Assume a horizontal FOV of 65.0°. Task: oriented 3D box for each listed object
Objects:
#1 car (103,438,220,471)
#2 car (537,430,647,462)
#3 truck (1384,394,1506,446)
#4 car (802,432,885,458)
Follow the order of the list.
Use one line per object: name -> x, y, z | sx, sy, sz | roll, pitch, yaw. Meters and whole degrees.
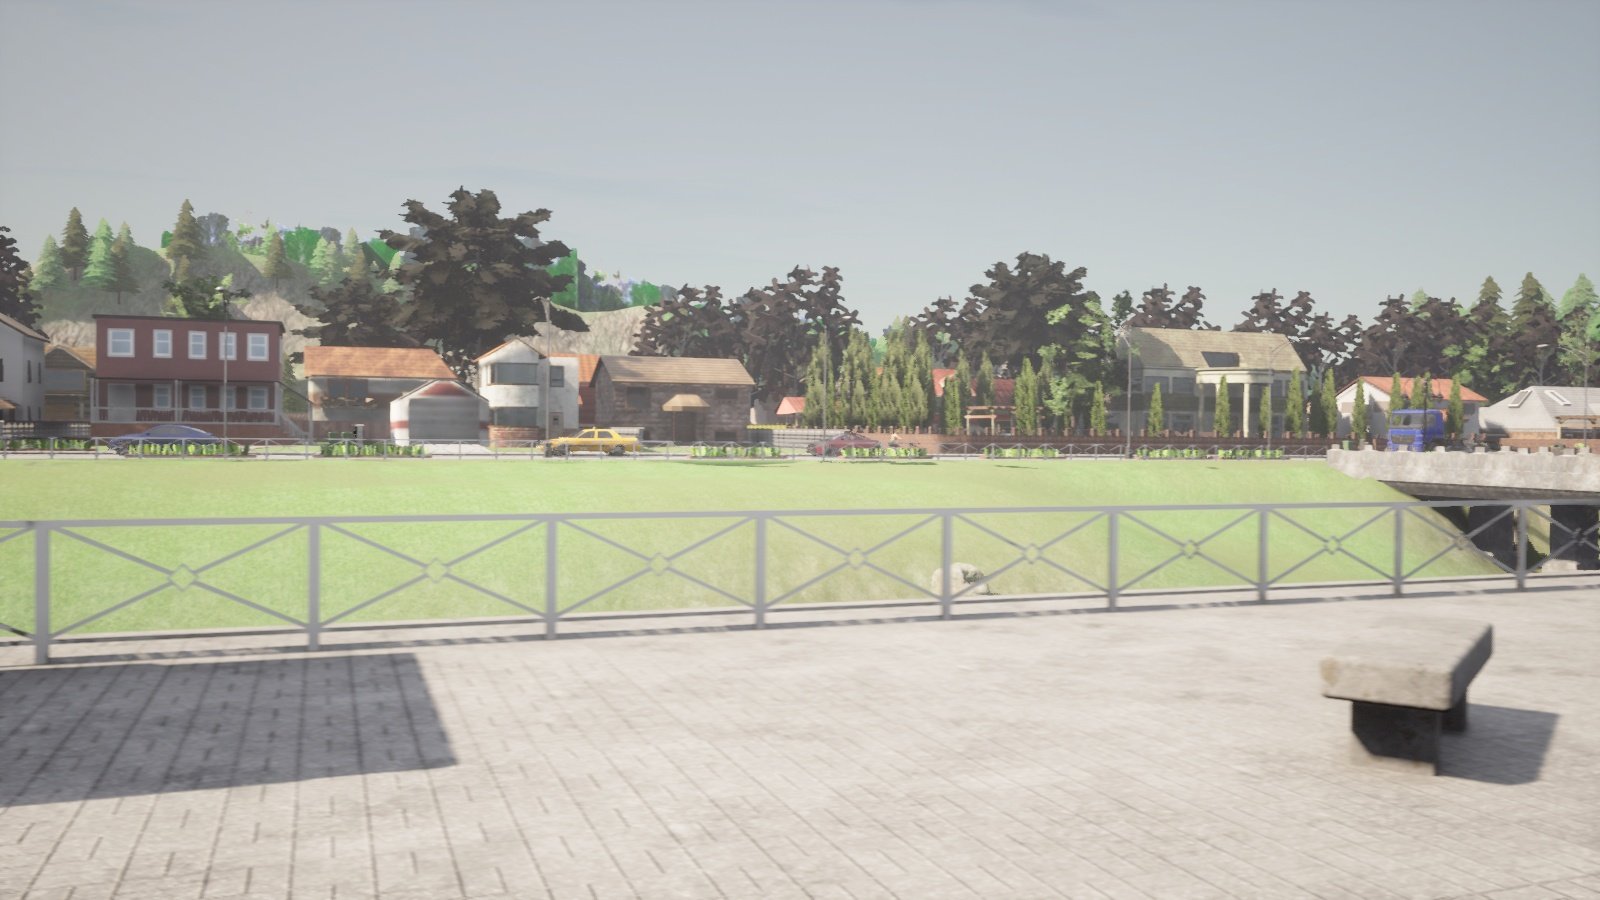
car -> -29.661, 0.192, 58.510 | 4.674, 1.442, 1.812 | -1, 1, -21
car -> -10.865, -0.214, 65.640 | 5.366, 1.575, 1.801 | -1, 1, -21
truck -> 44.511, -2.075, 86.640 | 7.936, 3.462, 2.891 | -1, 1, -21
car -> 2.430, -0.315, 70.686 | 4.181, 1.385, 1.994 | -1, 1, -21
